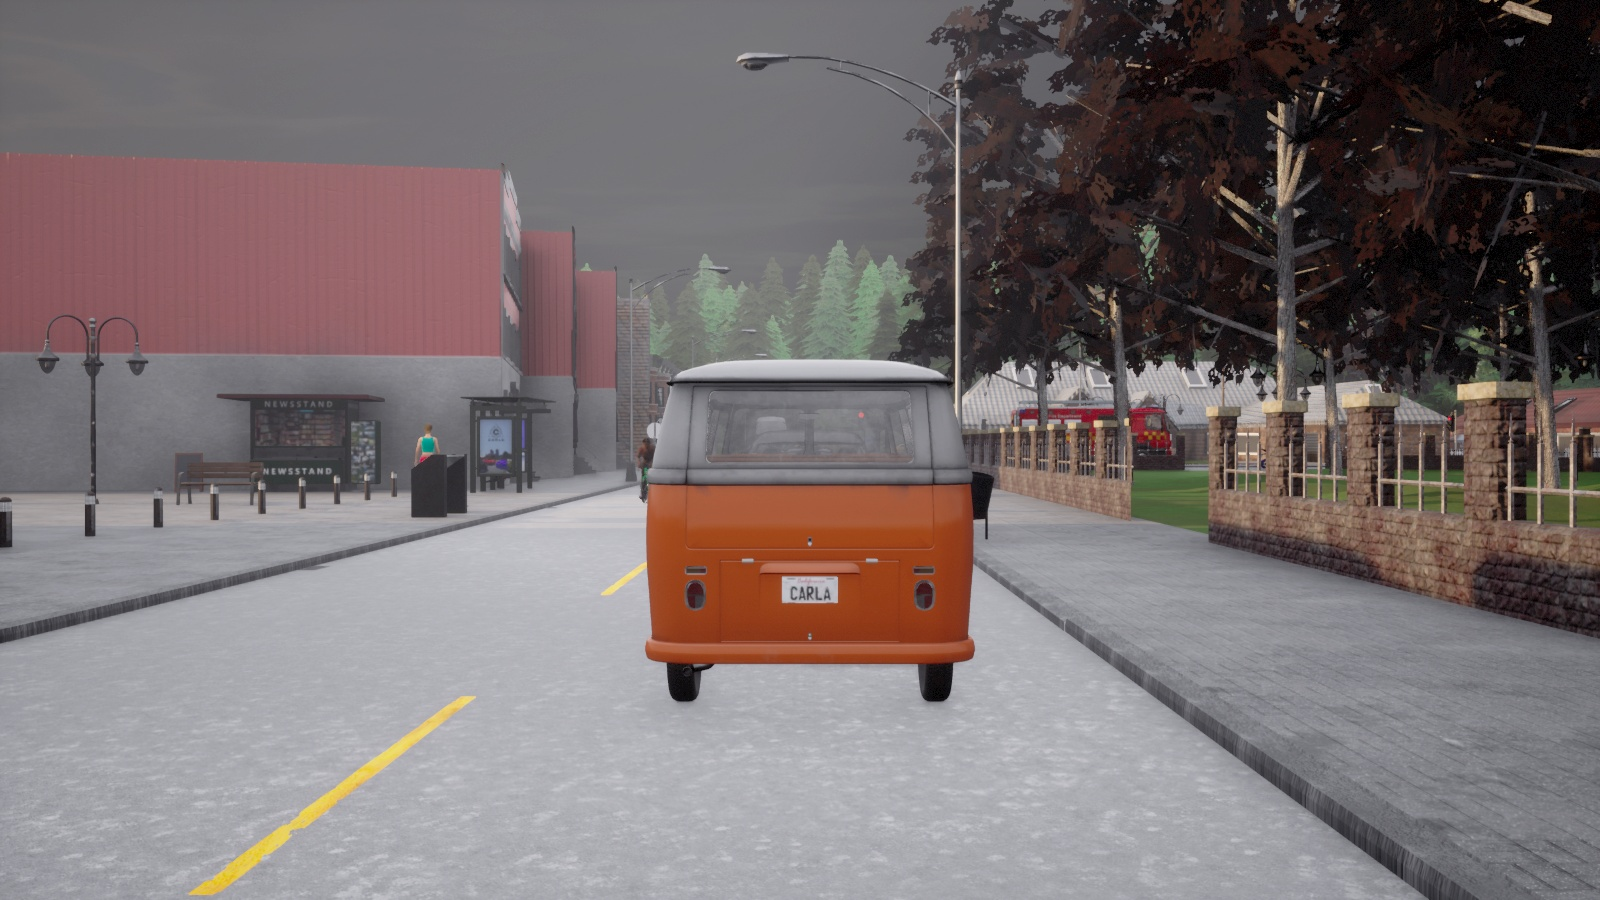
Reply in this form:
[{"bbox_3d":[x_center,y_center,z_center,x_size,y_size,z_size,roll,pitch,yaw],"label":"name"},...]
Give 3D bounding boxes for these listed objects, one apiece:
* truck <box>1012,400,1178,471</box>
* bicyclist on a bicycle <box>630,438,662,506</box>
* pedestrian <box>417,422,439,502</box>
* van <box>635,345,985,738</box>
[{"bbox_3d":[16.223,-0.797,69.380,8.468,3.827,2.891,0,0,-1],"label":"truck"},{"bbox_3d":[-3.781,0.521,30.963,0.582,1.620,1.656,0,1,0],"label":"bicyclist on a bicycle"},{"bbox_3d":[-8.660,0.278,29.250,0.345,1.836,0.594,0,0,-1],"label":"pedestrian"},{"bbox_3d":[0.064,0.451,8.585,1.775,1.987,4.442,0,0,0],"label":"van"}]
